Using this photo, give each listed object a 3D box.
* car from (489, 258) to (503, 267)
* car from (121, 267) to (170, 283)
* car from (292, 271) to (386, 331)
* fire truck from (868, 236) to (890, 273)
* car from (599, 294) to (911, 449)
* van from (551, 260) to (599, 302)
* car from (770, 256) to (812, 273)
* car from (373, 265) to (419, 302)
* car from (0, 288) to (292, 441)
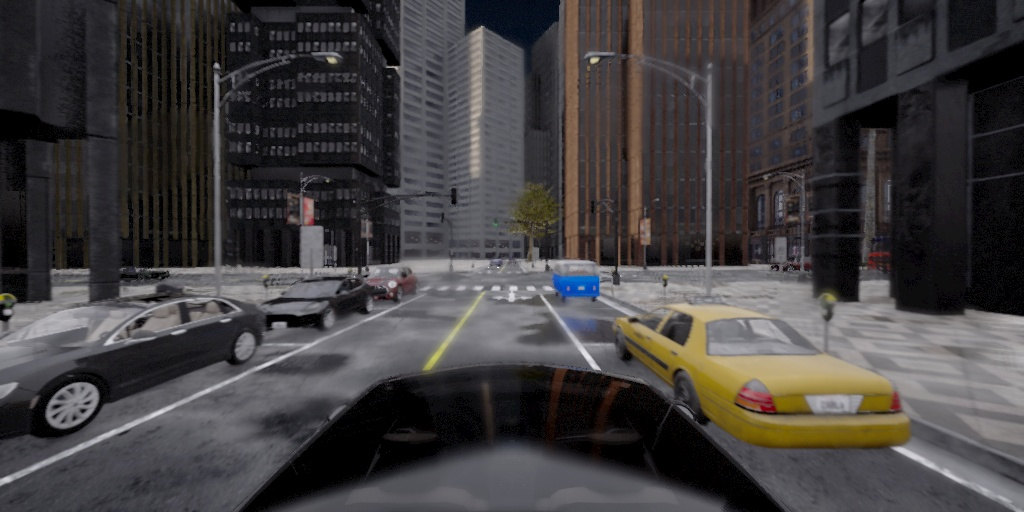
[{"bbox_3d":[-2.978,1.252,63.876,1.812,1.442,4.674,0,0,1],"label":"car"},{"bbox_3d":[-32.185,1.563,30.525,4.718,1.301,1.895,0,1,0],"label":"car"},{"bbox_3d":[-5.674,1.313,10.938,1.948,1.339,4.313,0,0,0],"label":"car"},{"bbox_3d":[39.376,-0.240,34.130,8.468,3.827,2.891,0,1,0],"label":"fire truck"},{"bbox_3d":[2.855,1.275,5.487,1.751,1.417,4.829,0,0,0],"label":"car"},{"bbox_3d":[2.849,1.088,16.566,1.690,1.789,3.998,0,0,0],"label":"van"},{"bbox_3d":[29.660,0.818,37.429,4.553,1.767,2.097,0,1,0],"label":"car"},{"bbox_3d":[-5.676,1.186,16.561,1.967,1.591,4.097,0,0,0],"label":"car"},{"bbox_3d":[-5.671,1.299,5.312,2.007,1.370,4.403,0,0,0],"label":"car"}]
